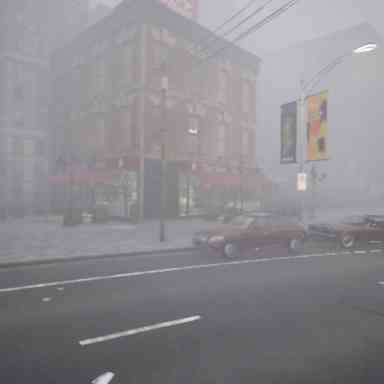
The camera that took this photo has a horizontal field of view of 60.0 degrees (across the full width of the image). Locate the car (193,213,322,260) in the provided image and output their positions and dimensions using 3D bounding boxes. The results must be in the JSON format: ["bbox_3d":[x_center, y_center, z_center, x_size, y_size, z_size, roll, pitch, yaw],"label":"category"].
[{"bbox_3d":[2.319,1.540,12.513,4.674,1.452,2.002,1,0,-26],"label":"car"}]

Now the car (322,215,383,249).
[{"bbox_3d":[7.568,1.685,14.809,4.718,1.301,1.895,1,0,-16],"label":"car"}]
